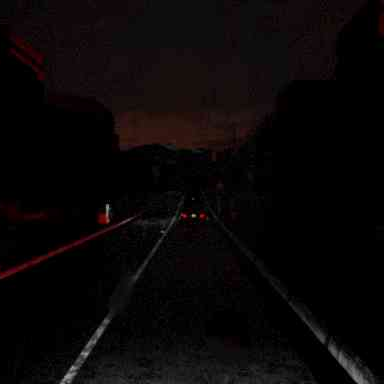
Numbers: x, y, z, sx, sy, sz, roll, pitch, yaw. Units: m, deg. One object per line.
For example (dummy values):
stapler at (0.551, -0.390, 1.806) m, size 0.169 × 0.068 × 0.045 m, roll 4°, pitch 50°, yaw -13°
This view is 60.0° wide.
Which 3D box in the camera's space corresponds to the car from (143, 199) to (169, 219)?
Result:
car at (-3.101, 1.454, 29.039) m, size 1.882 × 1.535 × 5.008 m, roll 0°, pitch 1°, yaw 0°

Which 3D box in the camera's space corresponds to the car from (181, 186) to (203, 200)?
car at (0.092, 0.775, 40.511) m, size 2.150 × 2.045 × 5.566 m, roll 0°, pitch 3°, yaw 0°

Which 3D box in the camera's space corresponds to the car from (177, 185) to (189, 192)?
car at (-1.365, -0.696, 70.455) m, size 2.033 × 1.411 × 5.357 m, roll 1°, pitch 2°, yaw 21°

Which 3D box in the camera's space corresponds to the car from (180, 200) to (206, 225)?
car at (0.096, 1.600, 24.565) m, size 2.033 × 1.411 × 5.357 m, roll 0°, pitch 1°, yaw 0°
